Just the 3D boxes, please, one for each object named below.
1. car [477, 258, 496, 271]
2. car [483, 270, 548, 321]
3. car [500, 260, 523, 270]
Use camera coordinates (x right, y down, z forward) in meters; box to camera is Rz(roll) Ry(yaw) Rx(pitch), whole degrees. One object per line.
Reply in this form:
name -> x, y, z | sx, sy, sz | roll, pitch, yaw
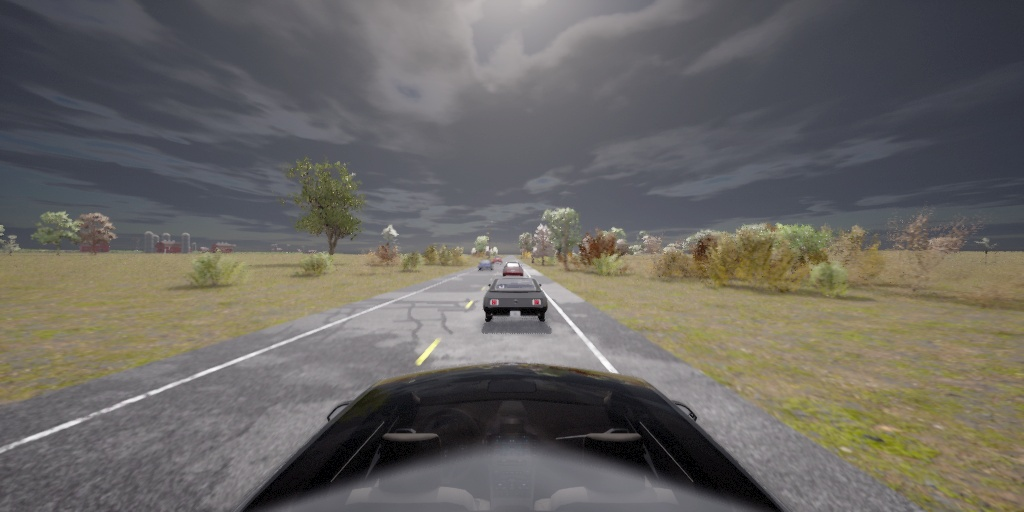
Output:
car -> -3.578, 1.264, 48.854 | 1.812, 1.442, 4.674 | 0, 0, 0
car -> 0.100, 1.350, 12.424 | 1.895, 1.301, 4.718 | 0, 0, 0
car -> 0.098, 1.308, 34.964 | 1.994, 1.385, 4.181 | 0, 0, 0
